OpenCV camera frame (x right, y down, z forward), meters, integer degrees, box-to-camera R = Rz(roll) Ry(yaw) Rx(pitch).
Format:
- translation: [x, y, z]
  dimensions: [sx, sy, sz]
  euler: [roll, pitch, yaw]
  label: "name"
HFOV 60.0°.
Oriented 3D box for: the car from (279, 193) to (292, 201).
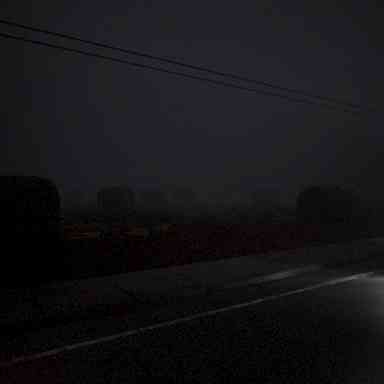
- translation: [19.678, 1.117, 71.910]
  dimensions: [3.866, 1.878, 1.905]
  euler: [-2, 5, 13]
  label: "car"
